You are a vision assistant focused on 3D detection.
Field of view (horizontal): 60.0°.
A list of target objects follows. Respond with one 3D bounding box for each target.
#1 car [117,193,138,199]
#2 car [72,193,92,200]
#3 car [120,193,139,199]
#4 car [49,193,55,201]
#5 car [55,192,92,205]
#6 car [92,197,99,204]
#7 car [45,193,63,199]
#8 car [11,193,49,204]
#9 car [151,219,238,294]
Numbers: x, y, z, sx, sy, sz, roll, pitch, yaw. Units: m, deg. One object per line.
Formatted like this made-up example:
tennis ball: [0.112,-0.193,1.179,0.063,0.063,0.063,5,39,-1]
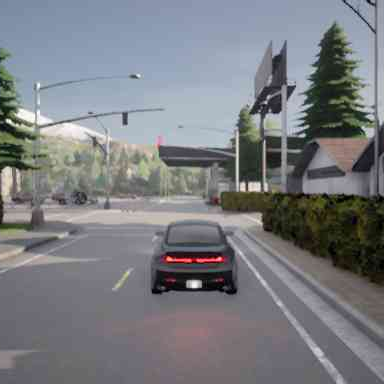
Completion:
car: [-16.444,0.969,84.651,5.027,1.636,2.152,0,0,-1]
car: [-24.046,1.009,72.759,3.633,1.501,1.845,0,0,-1]
car: [-16.515,0.964,87.787,4.514,1.523,2.007,0,0,-1]
car: [-24.029,1.030,62.766,4.514,1.523,2.007,0,0,-1]
car: [-16.778,0.876,47.065,3.866,1.878,1.905,0,0,-1]
car: [-16.187,1.145,50.395,3.806,1.475,1.970,0,0,-1]
car: [-35.110,1.022,84.686,3.806,1.475,1.970,0,0,-1]
car: [-24.666,0.882,50.305,4.605,1.855,1.932,0,0,-1]
car: [0.058,1.467,8.651,1.837,1.490,4.892,0,0,0]
